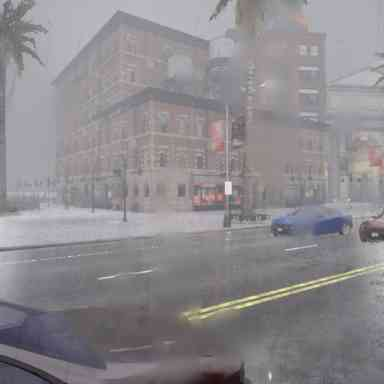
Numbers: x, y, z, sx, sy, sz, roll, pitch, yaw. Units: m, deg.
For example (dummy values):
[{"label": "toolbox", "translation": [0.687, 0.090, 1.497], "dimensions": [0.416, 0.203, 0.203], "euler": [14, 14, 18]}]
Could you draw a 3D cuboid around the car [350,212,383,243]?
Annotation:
[{"label": "car", "translation": [9.477, 1.477, 14.925], "dimensions": [5.008, 1.535, 1.882], "euler": [0, 0, -35]}]

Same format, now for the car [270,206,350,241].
[{"label": "car", "translation": [6.110, 1.477, 16.842], "dimensions": [5.008, 1.535, 1.882], "euler": [0, 0, -35]}]

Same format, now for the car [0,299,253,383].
[{"label": "car", "translation": [-2.025, 1.548, 2.271], "dimensions": [5.357, 1.411, 2.033], "euler": [0, 0, -36]}]
